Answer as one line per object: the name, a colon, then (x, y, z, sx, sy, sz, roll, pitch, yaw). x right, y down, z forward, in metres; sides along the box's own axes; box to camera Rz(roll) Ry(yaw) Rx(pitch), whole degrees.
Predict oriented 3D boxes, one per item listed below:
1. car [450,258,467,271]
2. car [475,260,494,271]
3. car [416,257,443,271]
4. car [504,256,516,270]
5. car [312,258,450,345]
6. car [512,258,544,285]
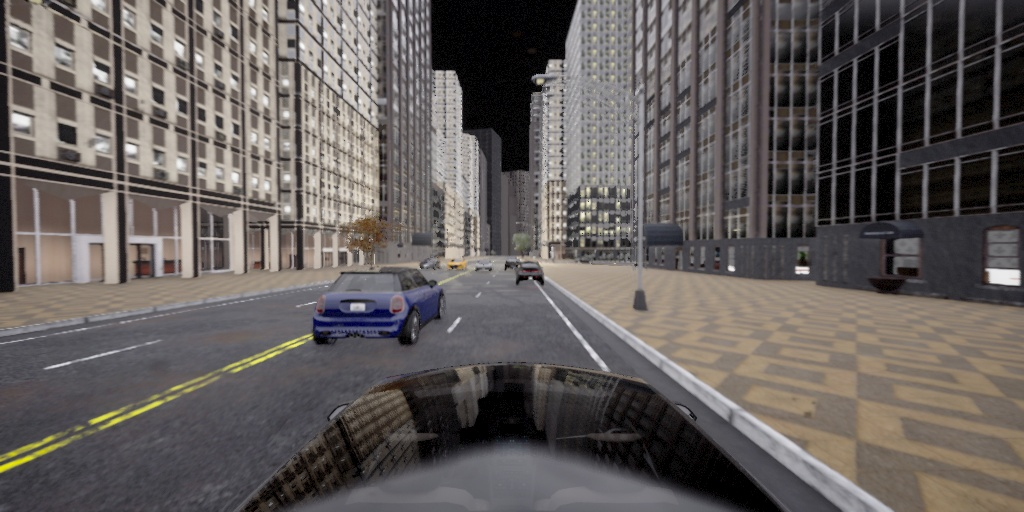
car: (-6.568, 0.950, 43.031, 1.882, 1.535, 5.008, 0, 1, 0)
car: (-3.145, 1.080, 42.030, 1.895, 1.301, 4.718, 0, 0, 0)
car: (-9.817, 0.961, 43.252, 2.128, 1.511, 4.902, 0, 1, 0)
car: (0.039, 0.942, 44.167, 1.882, 1.535, 5.008, 0, 1, 1)
car: (-3.150, 1.050, 9.447, 2.097, 1.767, 4.553, 0, 0, 0)
car: (1.140, 1.102, 24.382, 1.837, 1.490, 4.892, 0, 0, 0)
